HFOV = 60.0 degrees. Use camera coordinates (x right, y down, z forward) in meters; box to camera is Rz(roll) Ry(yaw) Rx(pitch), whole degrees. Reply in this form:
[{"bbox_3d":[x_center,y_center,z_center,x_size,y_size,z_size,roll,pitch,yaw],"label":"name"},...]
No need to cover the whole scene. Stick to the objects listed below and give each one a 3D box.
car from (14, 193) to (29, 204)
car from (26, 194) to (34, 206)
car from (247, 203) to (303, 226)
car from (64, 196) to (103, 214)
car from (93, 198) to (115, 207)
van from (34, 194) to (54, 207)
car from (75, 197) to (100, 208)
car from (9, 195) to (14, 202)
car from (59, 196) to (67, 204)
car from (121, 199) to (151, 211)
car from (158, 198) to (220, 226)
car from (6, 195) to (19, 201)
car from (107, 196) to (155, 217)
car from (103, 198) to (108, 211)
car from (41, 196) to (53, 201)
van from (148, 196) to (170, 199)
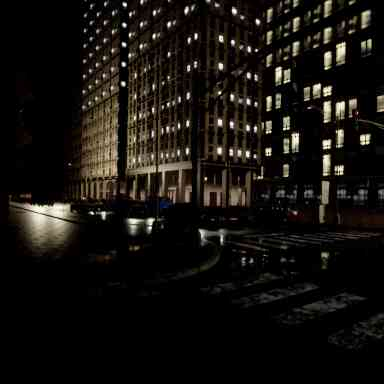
[{"bbox_3d":[-30.369,1.155,60.614,2.192,1.841,5.009,1,-1,-35],"label":"car"},{"bbox_3d":[-23.847,1.432,51.390,1.802,1.307,4.206,1,-1,-35],"label":"car"},{"bbox_3d":[5.835,1.505,23.955,1.967,1.590,4.097,1,-1,-35],"label":"car"},{"bbox_3d":[-10.796,1.427,32.947,2.008,1.369,4.403,1,-1,-35],"label":"car"},{"bbox_3d":[-13.745,1.587,51.619,1.947,1.339,4.313,1,-1,-35],"label":"car"},{"bbox_3d":[-20.580,1.197,46.781,1.690,1.788,3.998,1,-1,-35],"label":"van"},{"bbox_3d":[-15.720,1.518,49.924,2.033,1.411,5.357,1,-1,-36],"label":"car"},{"bbox_3d":[-36.899,1.397,69.833,1.947,1.339,4.313,1,-1,-35],"label":"car"},{"bbox_3d":[-22.120,1.464,58.964,1.837,1.490,4.892,1,-1,-35],"label":"car"},{"bbox_3d":[-7.219,1.585,42.397,2.008,1.369,4.403,1,-1,-35],"label":"car"},{"bbox_3d":[-0.170,1.426,22.413,1.882,1.535,5.008,1,-1,-36],"label":"car"},{"bbox_3d":[-40.161,1.378,74.444,2.008,1.369,4.403,1,-1,-35],"label":"car"},{"bbox_3d":[-5.619,1.412,30.116,1.882,1.535,5.008,1,-1,-35],"label":"car"},{"bbox_3d":[-11.765,1.468,38.821,2.033,1.411,5.357,1,-1,-35],"label":"car"},{"bbox_3d":[-36.586,1.571,83.894,1.802,1.307,4.206,1,-1,-35],"label":"car"},{"bbox_3d":[-3.952,1.382,37.789,1.690,1.788,3.998,1,-1,-35],"label":"van"}]
